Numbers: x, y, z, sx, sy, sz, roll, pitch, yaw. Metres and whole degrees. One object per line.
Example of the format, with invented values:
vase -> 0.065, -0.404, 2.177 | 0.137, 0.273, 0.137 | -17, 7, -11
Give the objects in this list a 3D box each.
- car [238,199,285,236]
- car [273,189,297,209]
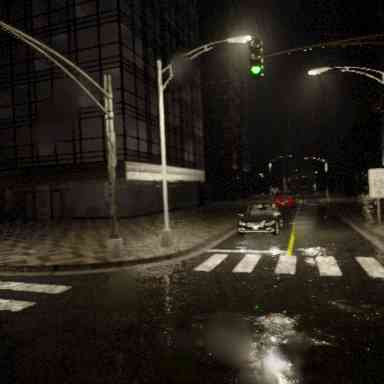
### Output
car -> 3.686, 1.379, 17.633 | 1.837, 1.490, 4.892 | -2, 0, 19
car -> 10.590, 0.868, 38.222 | 2.150, 2.045, 5.566 | -2, 0, 19
